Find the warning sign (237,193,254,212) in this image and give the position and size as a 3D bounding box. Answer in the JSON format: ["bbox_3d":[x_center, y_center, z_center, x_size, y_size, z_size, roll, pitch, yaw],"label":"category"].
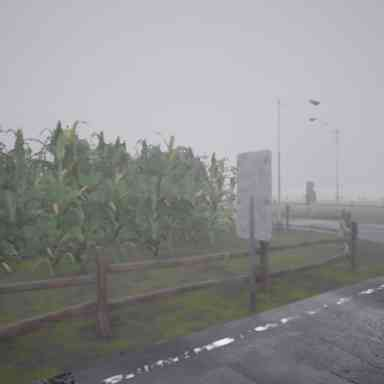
[{"bbox_3d":[5.351,0.990,33.079,1.300,1.860,1.060,-1,0,-36],"label":"warning sign"}]
